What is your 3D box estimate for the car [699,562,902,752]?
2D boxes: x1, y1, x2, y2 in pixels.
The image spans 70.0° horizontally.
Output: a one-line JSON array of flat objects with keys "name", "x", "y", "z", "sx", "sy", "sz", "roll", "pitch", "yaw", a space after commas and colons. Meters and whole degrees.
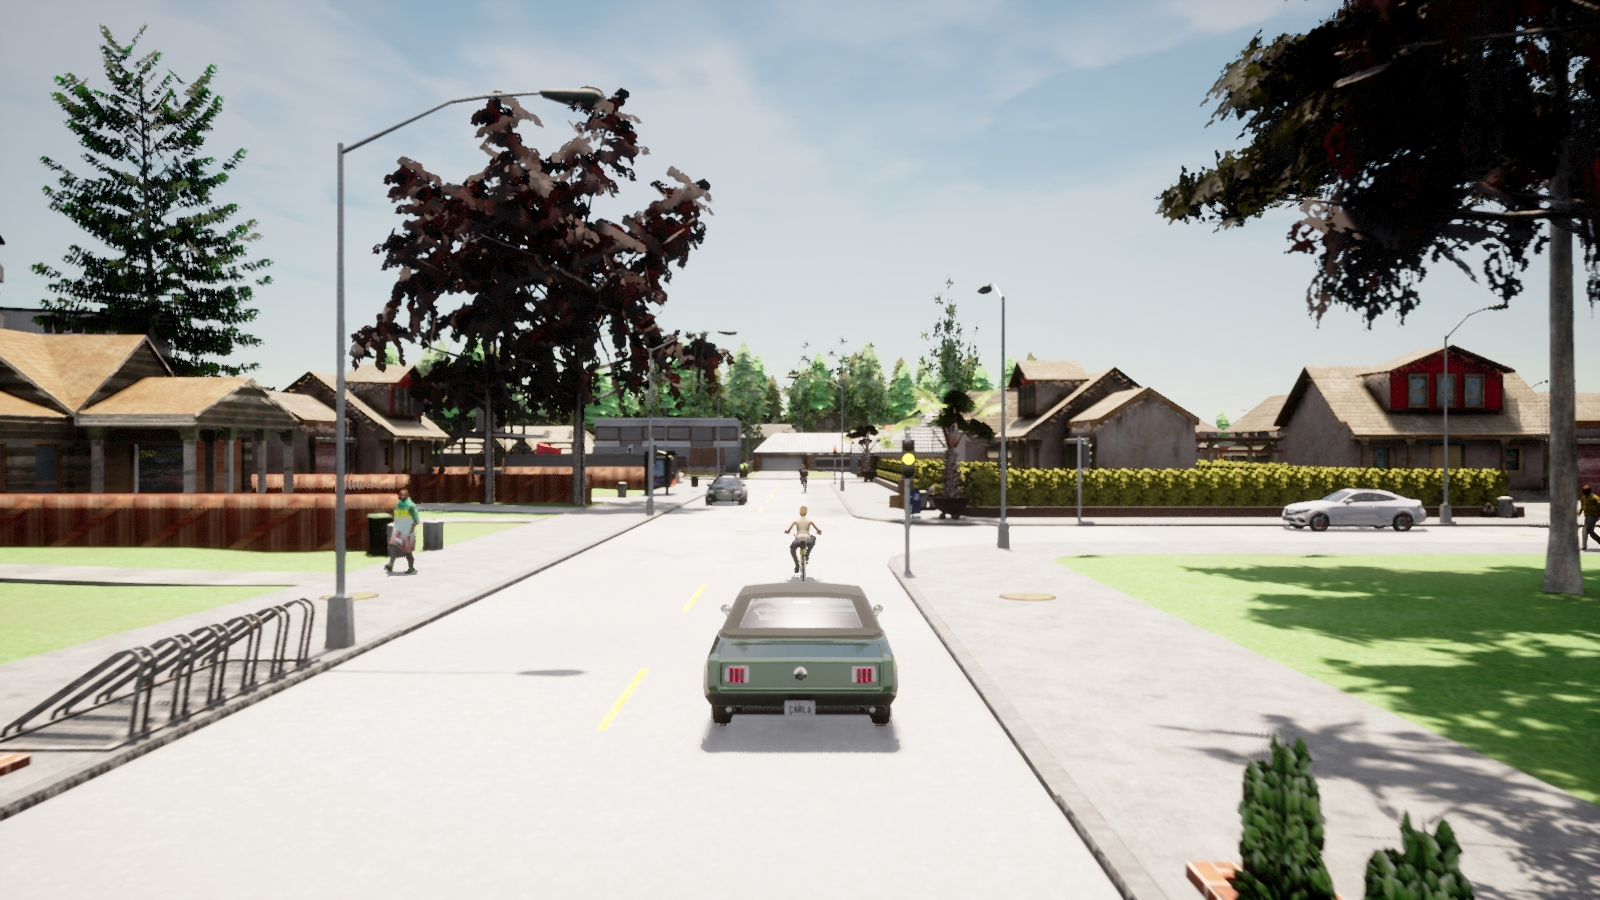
[{"name": "car", "x": 0.019, "y": 2.155, "z": 12.987, "sx": 1.895, "sy": 1.301, "sz": 4.718, "roll": 0, "pitch": 0, "yaw": 0}]

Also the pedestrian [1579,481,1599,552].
[{"name": "pedestrian", "x": 20.932, "y": 1.742, "z": 30.240, "sx": 0.375, "sy": 1.860, "sz": 0.375, "roll": 0, "pitch": 0, "yaw": 0}]

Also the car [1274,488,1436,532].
[{"name": "car", "x": 19.274, "y": 2.081, "z": 39.831, "sx": 4.674, "sy": 1.442, "sz": 2.002, "roll": 0, "pitch": 0, "yaw": 0}]

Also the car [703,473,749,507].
[{"name": "car", "x": -3.780, "y": 2.036, "z": 59.230, "sx": 2.038, "sy": 1.542, "sz": 4.974, "roll": 0, "pitch": 0, "yaw": 0}]

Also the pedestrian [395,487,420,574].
[{"name": "pedestrian", "x": -8.549, "y": 1.742, "z": 24.875, "sx": 0.375, "sy": 1.860, "sz": 0.375, "roll": 0, "pitch": 0, "yaw": 13}]
